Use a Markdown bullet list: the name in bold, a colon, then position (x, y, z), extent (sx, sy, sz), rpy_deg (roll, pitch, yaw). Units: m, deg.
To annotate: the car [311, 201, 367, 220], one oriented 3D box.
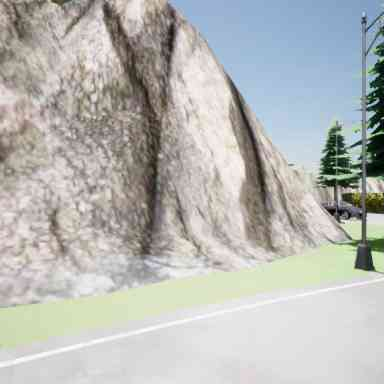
- **car**: position (12.383, 1.492, 28.311), extent (2.128, 1.511, 4.902), rpy_deg (0, 0, -26)
